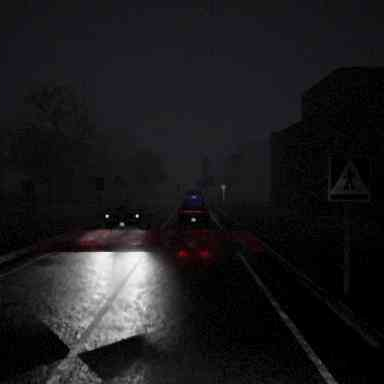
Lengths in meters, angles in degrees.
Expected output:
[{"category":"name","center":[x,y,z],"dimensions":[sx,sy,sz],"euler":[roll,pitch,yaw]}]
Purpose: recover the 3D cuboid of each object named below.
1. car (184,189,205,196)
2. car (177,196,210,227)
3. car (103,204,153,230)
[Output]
[{"category":"car","center":[0.307,0.671,37.693],"dimensions":[2.150,2.045,5.566],"euler":[0,1,2]},{"category":"car","center":[0.092,1.230,20.304],"dimensions":[2.128,1.511,4.902],"euler":[0,1,0]},{"category":"car","center":[-3.305,1.306,17.966],"dimensions":[1.895,1.301,4.718],"euler":[0,-2,0]}]
